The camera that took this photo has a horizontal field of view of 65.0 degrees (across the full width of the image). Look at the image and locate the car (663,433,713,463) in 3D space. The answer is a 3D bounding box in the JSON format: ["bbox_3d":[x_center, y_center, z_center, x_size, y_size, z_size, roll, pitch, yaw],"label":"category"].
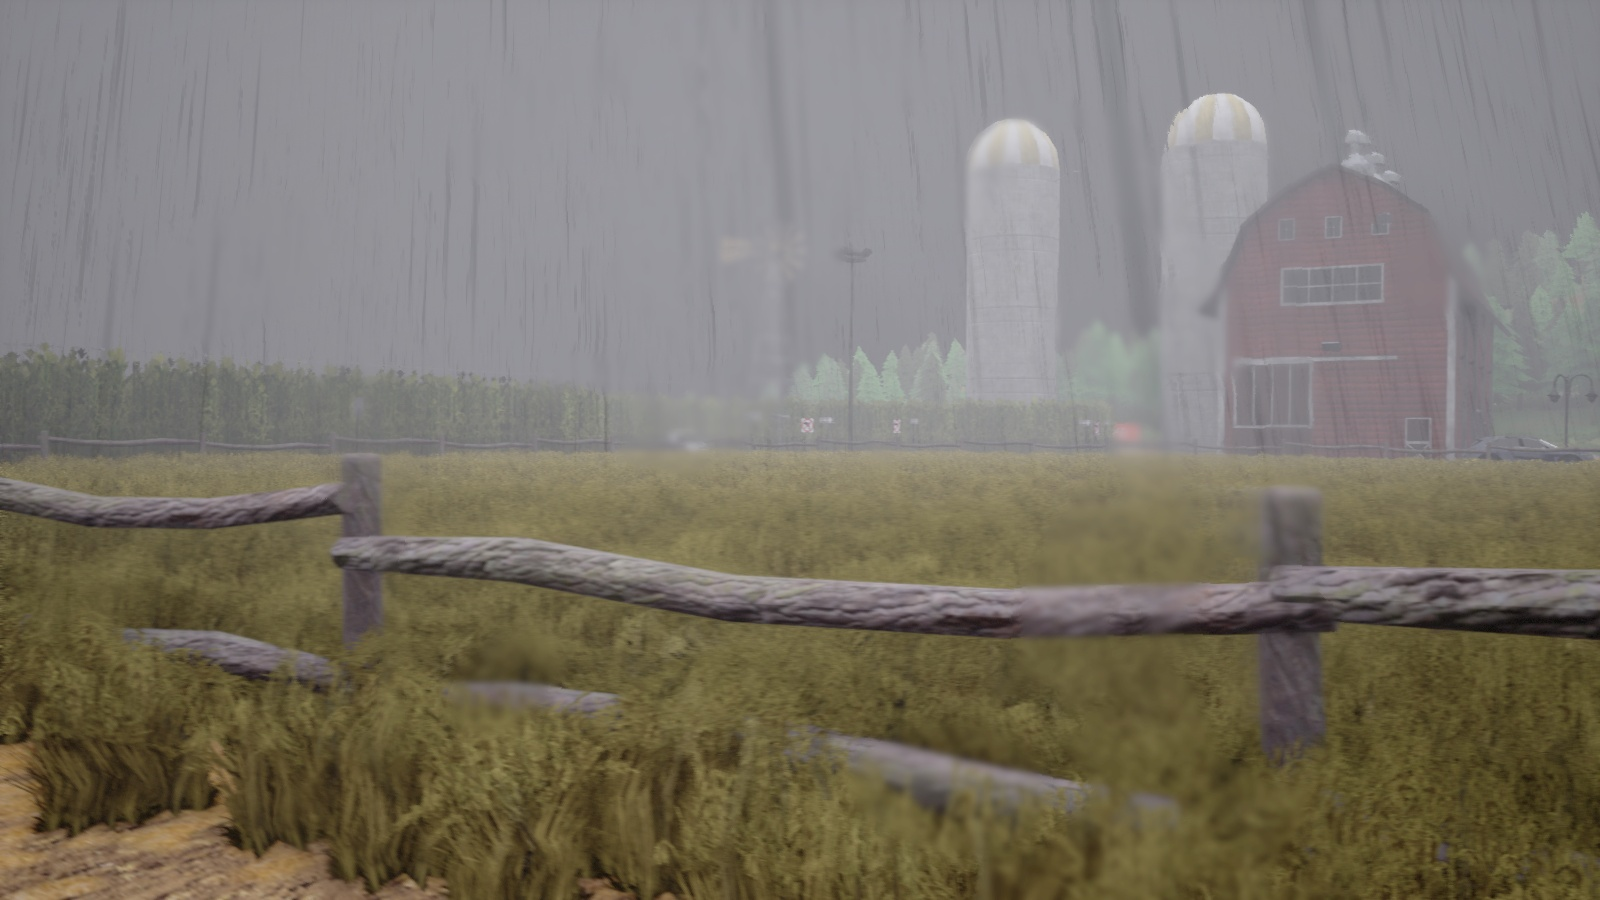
[{"bbox_3d":[-5.807,-0.136,64.715,1.970,1.475,3.806,-1,1,-15],"label":"car"}]

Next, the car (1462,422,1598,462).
[{"bbox_3d":[30.747,-0.343,53.001,4.856,1.649,2.033,0,1,30],"label":"car"}]
